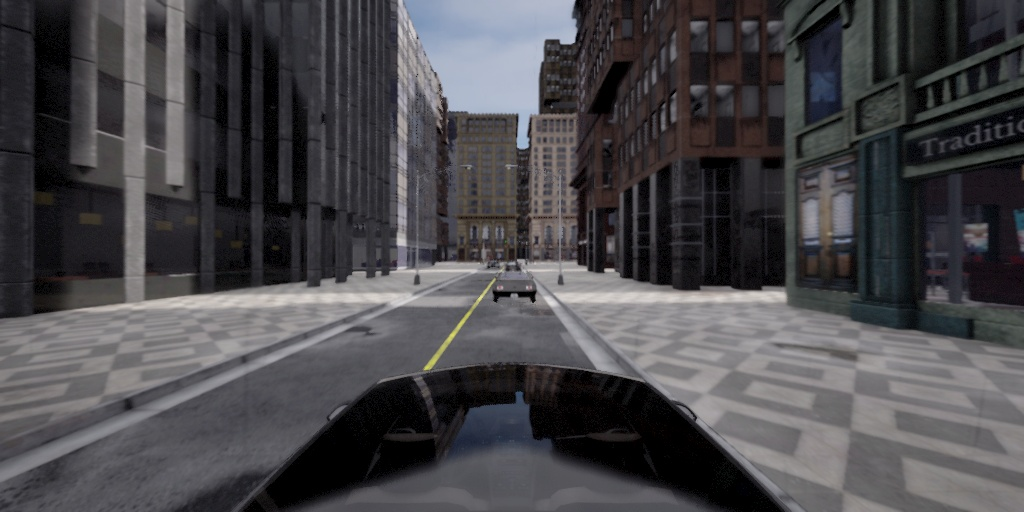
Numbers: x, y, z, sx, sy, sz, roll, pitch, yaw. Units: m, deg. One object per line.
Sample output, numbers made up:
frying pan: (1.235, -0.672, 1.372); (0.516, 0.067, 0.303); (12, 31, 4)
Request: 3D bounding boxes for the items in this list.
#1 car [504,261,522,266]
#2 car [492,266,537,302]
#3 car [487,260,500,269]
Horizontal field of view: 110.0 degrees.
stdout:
car: (0.116, 1.294, 40.666); (1.812, 1.442, 4.674); (0, 0, 0)
car: (0.107, 1.352, 17.118); (1.895, 1.301, 4.718); (0, 0, 0)
car: (-2.978, 1.358, 58.048); (1.994, 1.385, 4.181); (0, 0, 0)
